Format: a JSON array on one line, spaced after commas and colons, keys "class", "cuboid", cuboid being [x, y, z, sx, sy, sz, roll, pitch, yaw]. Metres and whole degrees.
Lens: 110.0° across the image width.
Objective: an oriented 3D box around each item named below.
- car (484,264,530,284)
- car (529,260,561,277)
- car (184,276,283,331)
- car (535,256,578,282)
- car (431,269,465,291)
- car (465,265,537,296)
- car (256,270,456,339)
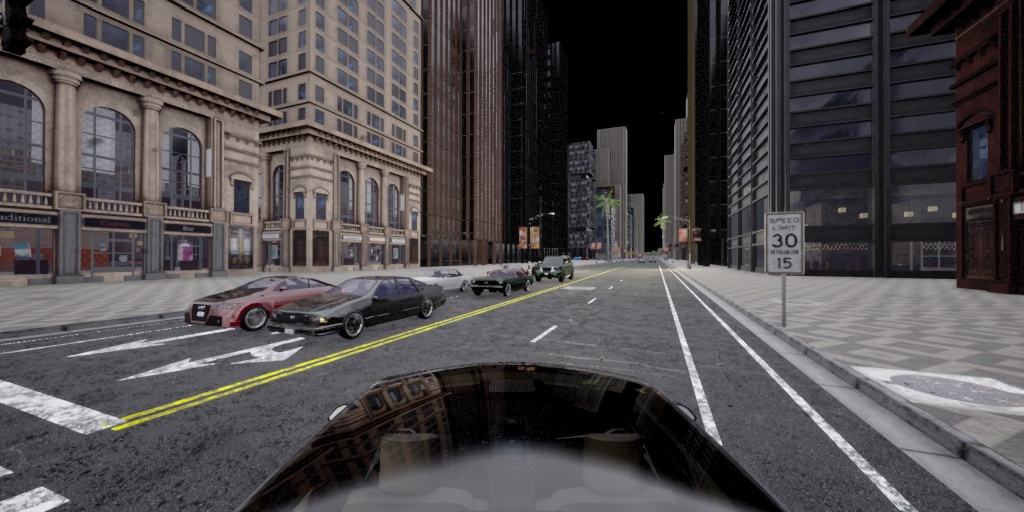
[{"class": "car", "cuboid": [-0.277, 1.364, 28.449, 1.895, 1.301, 4.718, 0, 0, 22]}, {"class": "car", "cuboid": [3.574, 1.251, 37.901, 1.882, 1.535, 5.008, 0, 0, 22]}, {"class": "car", "cuboid": [-7.274, 1.316, 11.083, 1.994, 1.385, 4.181, 0, 0, 22]}, {"class": "car", "cuboid": [3.582, 0.987, 29.322, 2.150, 2.045, 5.566, 0, 0, 22]}, {"class": "car", "cuboid": [-4.003, 1.357, 19.211, 1.895, 1.301, 4.718, 0, 0, 22]}, {"class": "car", "cuboid": [-0.420, 1.358, 19.402, 1.895, 1.301, 4.718, 0, 0, 22]}, {"class": "car", "cuboid": [-4.005, 1.299, 10.509, 2.033, 1.411, 5.357, 0, 0, 22]}]
